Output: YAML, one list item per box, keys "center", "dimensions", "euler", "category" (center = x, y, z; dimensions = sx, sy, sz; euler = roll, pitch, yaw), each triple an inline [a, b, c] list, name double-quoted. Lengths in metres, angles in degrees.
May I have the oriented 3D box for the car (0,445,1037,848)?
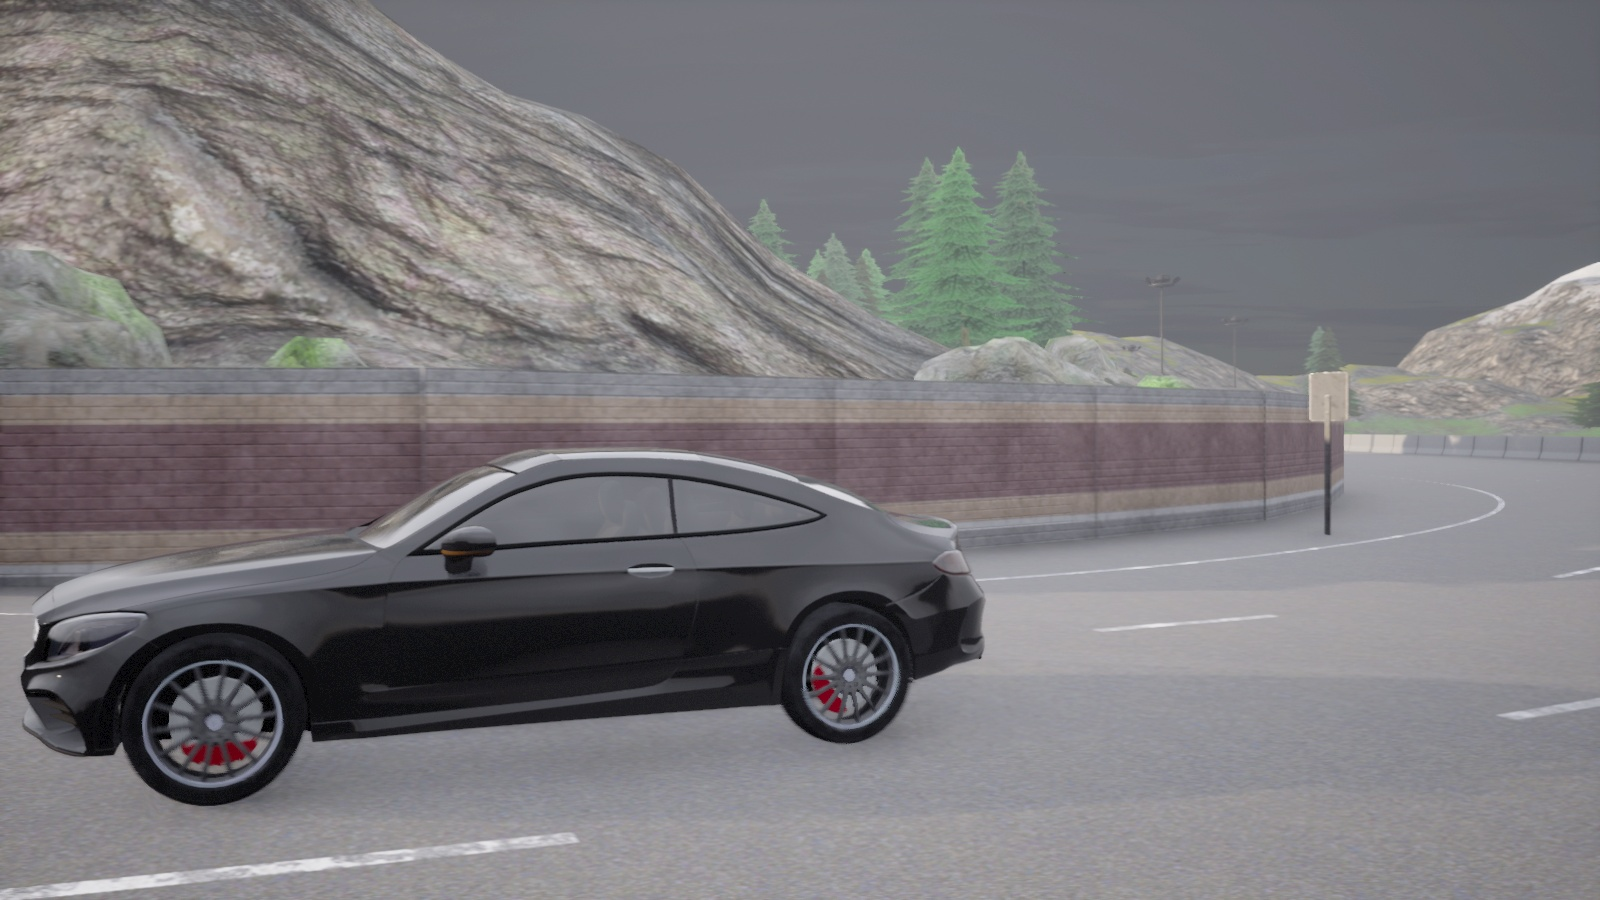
- center: [-1.275, 0.741, 6.480]
  dimensions: [4.674, 1.442, 1.812]
  euler: [-1, 1, -23]
  category: "car"
